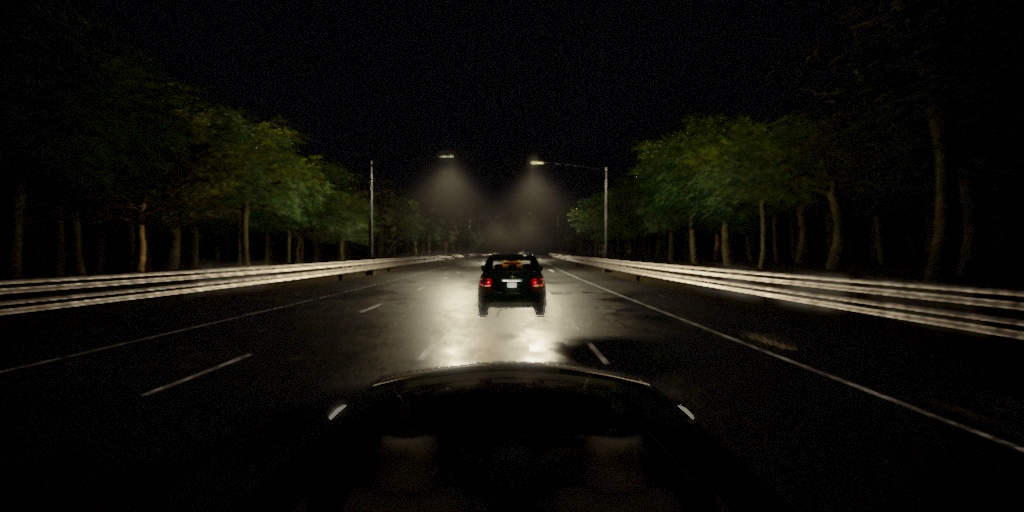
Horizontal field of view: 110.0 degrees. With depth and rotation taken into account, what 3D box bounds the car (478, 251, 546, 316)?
[{"bbox_3d":[0.001,0.939,13.182,2.150,2.045,5.566,0,0,0],"label":"car"}]
